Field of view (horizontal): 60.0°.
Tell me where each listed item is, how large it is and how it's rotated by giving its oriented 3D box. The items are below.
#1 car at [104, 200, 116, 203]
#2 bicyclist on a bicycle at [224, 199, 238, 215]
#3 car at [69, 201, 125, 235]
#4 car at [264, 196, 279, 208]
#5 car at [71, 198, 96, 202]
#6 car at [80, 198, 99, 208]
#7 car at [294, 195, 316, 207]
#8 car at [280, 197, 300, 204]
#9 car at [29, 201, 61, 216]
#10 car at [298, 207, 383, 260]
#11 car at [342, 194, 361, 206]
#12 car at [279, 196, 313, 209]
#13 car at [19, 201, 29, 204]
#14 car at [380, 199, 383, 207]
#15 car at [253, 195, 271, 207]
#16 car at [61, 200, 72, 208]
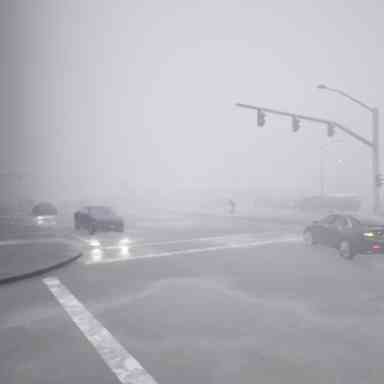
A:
[{"bbox_3d":[-12.646,1.890,50.274,1.994,1.385,4.181,0,0,-33],"label":"car"},{"bbox_3d":[3.764,1.455,32.044,1.656,1.620,0.582,0,0,-33],"label":"bicyclist on a bicycle"},{"bbox_3d":[-5.618,1.577,19.894,1.882,1.535,5.008,0,0,-33],"label":"car"},{"bbox_3d":[13.337,1.664,50.224,3.905,1.438,1.784,0,0,-33],"label":"car"},{"bbox_3d":[-15.820,1.926,48.741,1.895,1.301,4.718,0,0,-32],"label":"car"},{"bbox_3d":[-18.121,1.877,58.614,1.882,1.535,5.008,0,0,-33],"label":"car"},{"bbox_3d":[21.547,1.529,65.249,4.605,1.855,1.932,0,0,-33],"label":"car"},{"bbox_3d":[20.041,1.761,67.722,3.905,1.438,1.784,0,0,-33],"label":"car"},{"bbox_3d":[-15.775,1.800,35.552,1.994,1.385,4.181,0,0,-33],"label":"car"},{"bbox_3d":[5.969,1.544,12.696,1.837,1.490,4.892,2,-1,-5],"label":"car"},{"bbox_3d":[36.296,1.550,74.705,3.866,1.878,1.905,0,0,-33],"label":"car"},{"bbox_3d":[14.897,1.674,47.784,3.806,1.475,1.970,0,0,-33],"label":"car"},{"bbox_3d":[-24.203,1.506,48.701,2.033,1.411,5.357,0,0,-33],"label":"car"},{"bbox_3d":[30.727,1.647,51.061,3.806,1.475,1.970,0,0,-33],"label":"car"},{"bbox_3d":[11.849,1.473,52.459,4.605,1.855,1.932,0,0,-33],"label":"car"},{"bbox_3d":[-21.072,1.997,56.732,1.895,1.301,4.718,0,0,-33],"label":"car"}]
